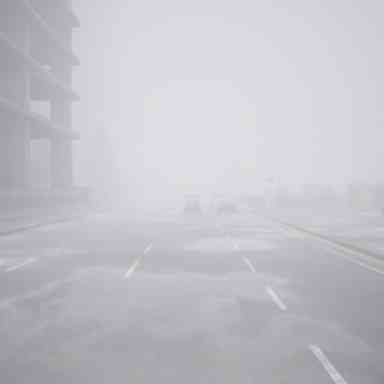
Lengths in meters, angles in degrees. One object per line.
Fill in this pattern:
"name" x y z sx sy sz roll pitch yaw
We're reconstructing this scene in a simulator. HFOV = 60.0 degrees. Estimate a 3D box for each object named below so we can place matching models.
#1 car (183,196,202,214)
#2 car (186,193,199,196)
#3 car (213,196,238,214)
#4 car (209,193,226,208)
"car" 0.064 1.484 34.432 2.033 1.411 5.357 0 0 0
"car" 0.095 1.139 45.749 2.150 2.045 5.566 0 0 0
"car" 3.565 1.463 34.842 1.812 1.442 4.674 0 0 0
"car" 3.595 1.140 45.746 2.150 2.045 5.566 0 0 0
